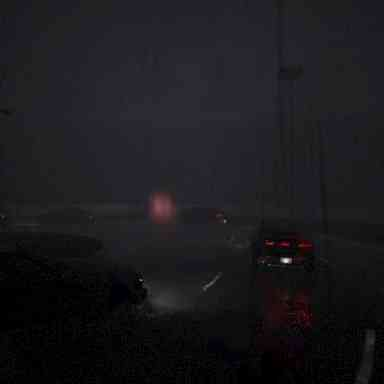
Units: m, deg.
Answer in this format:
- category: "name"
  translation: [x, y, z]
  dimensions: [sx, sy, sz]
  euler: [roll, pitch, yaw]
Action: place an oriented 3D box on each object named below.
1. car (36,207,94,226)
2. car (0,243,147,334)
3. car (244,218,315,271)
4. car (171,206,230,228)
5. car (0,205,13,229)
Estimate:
- category: "car"
  translation: [-9.687, 1.848, 25.521]
  dimensions: [4.181, 1.385, 1.994]
  euler: [0, -1, 6]
- category: "car"
  translation: [-3.469, 1.607, 5.569]
  dimensions: [5.357, 1.411, 2.033]
  euler: [1, -1, -37]
- category: "car"
  translation: [2.907, 1.658, 11.524]
  dimensions: [1.837, 1.490, 4.892]
  euler: [2, 0, 7]
- category: "car"
  translation: [0.528, 1.814, 24.884]
  dimensions: [4.892, 1.490, 1.837]
  euler: [-1, -2, 43]
- category: "car"
  translation: [-14.162, 1.570, 21.282]
  dimensions: [4.553, 1.767, 2.097]
  euler: [0, 0, -16]
